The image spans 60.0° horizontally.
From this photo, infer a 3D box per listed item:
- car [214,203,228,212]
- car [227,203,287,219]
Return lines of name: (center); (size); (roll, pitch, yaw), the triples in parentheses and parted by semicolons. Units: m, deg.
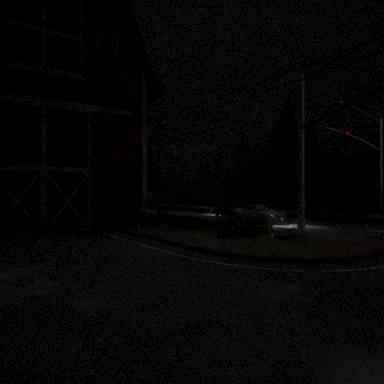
car: (4.039, 1.786, 34.116); (1.994, 1.385, 4.181); (0, 0, -34)
car: (5.171, 1.700, 25.963); (1.812, 1.442, 4.674); (0, 0, -35)
